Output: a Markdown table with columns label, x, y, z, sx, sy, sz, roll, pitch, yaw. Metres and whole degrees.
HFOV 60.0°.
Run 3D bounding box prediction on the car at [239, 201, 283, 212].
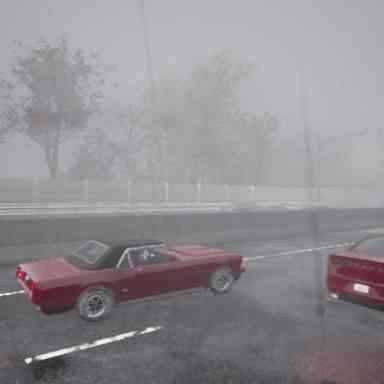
| label | x | y | z | sx | sy | sz | roll | pitch | yaw |
| --- | --- | --- | --- | --- | --- | --- | --- | --- | --- |
| car | 7.225 | 1.843 | 30.568 | 5.357 | 1.411 | 2.033 | 1 | -1 | -35 |

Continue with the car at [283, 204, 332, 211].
| label | x | y | z | sx | sy | sz | roll | pitch | yaw |
| --- | --- | --- | --- | --- | --- | --- | --- | --- | --- |
| car | 10.329 | 1.812 | 28.480 | 4.892 | 1.490 | 1.837 | 1 | -1 | -35 |

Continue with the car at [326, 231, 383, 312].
| label | x | y | z | sx | sy | sz | roll | pitch | yaw |
| --- | --- | --- | --- | --- | --- | --- | --- | --- | --- |
| car | 4.994 | 1.574 | 7.281 | 5.008 | 1.535 | 1.882 | 1 | -1 | -35 |

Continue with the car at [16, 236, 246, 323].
| label | x | y | z | sx | sy | sz | roll | pitch | yaw |
| --- | --- | --- | --- | --- | --- | --- | --- | --- | --- |
| car | -1.075 | 1.644 | 7.266 | 4.718 | 1.301 | 1.895 | 1 | -1 | -35 |

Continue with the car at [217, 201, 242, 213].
| label | x | y | z | sx | sy | sz | roll | pitch | yaw |
| --- | --- | --- | --- | --- | --- | --- | --- | --- | --- |
| car | 4.666 | 1.643 | 33.045 | 4.553 | 1.767 | 2.097 | 1 | -1 | -35 |
